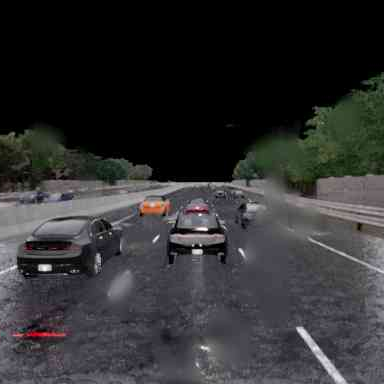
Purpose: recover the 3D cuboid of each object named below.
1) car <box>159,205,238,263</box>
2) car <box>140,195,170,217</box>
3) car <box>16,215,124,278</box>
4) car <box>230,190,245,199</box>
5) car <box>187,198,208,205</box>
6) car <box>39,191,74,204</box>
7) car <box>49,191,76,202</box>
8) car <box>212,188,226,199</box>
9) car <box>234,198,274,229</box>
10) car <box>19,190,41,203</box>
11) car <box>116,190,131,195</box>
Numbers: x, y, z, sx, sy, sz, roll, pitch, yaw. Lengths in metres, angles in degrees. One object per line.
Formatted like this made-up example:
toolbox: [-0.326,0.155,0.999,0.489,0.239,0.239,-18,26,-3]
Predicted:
car: [0.176,1.433,11.713,2.128,1.511,4.902,0,1,1]
car: [-3.039,1.041,28.050,2.097,1.767,4.553,0,1,1]
car: [-3.342,1.461,10.010,1.837,1.490,4.892,0,1,0]
car: [8.252,0.475,58.516,1.812,1.442,4.674,0,2,4]
car: [0.493,1.225,29.375,1.994,1.385,4.181,0,1,1]
car: [-16.830,0.941,41.661,1.812,1.442,4.674,0,1,2]
car: [-19.898,0.669,51.418,2.128,1.511,4.902,0,2,2]
car: [4.876,0.464,58.353,1.837,1.490,4.892,0,2,2]
car: [3.689,1.352,20.169,1.812,1.442,4.674,0,1,1]
car: [-22.906,0.622,47.957,2.097,1.767,4.553,0,1,-1]
car: [-12.562,0.371,61.167,1.882,1.535,5.008,0,2,3]
